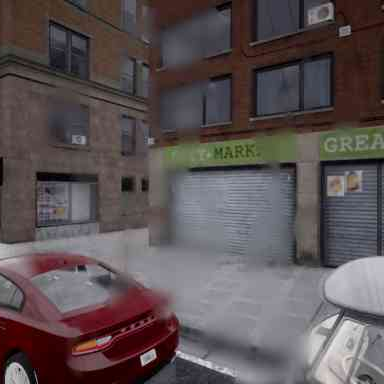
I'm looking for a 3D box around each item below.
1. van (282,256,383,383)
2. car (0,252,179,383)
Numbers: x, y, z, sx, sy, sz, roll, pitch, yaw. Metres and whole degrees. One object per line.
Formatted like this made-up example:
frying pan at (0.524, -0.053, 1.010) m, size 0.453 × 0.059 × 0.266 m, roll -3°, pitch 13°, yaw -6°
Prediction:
van at (2.353, 1.341, 1.400) m, size 3.998 × 1.788 × 1.690 m, roll 0°, pitch 0°, yaw 35°
car at (-2.259, 1.544, 4.682) m, size 4.507 × 1.381 × 1.887 m, roll 0°, pitch 0°, yaw 35°
